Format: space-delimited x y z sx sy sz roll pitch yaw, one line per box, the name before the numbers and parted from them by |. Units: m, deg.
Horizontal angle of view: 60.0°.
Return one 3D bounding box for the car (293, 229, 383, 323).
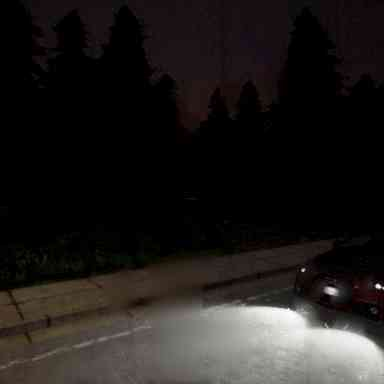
car | 4.036 1.510 6.877 4.181 1.385 1.994 -1 0 -35
